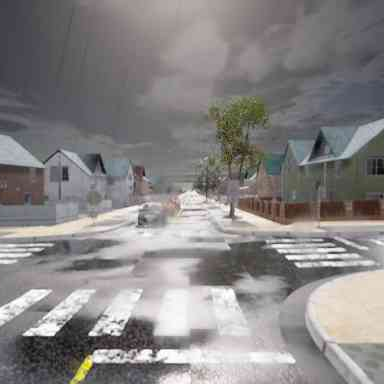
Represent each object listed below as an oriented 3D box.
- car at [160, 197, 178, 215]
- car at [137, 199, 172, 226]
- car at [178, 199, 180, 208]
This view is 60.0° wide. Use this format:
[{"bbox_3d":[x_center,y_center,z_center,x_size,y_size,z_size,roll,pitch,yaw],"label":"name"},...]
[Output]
[{"bbox_3d":[-2.840,1.426,34.171,2.097,1.767,4.553,0,0,0],"label":"car"},{"bbox_3d":[-2.798,1.544,24.154,2.128,1.511,4.902,0,0,-2],"label":"car"},{"bbox_3d":[-2.823,1.459,48.754,2.097,1.767,4.553,0,0,0],"label":"car"}]
